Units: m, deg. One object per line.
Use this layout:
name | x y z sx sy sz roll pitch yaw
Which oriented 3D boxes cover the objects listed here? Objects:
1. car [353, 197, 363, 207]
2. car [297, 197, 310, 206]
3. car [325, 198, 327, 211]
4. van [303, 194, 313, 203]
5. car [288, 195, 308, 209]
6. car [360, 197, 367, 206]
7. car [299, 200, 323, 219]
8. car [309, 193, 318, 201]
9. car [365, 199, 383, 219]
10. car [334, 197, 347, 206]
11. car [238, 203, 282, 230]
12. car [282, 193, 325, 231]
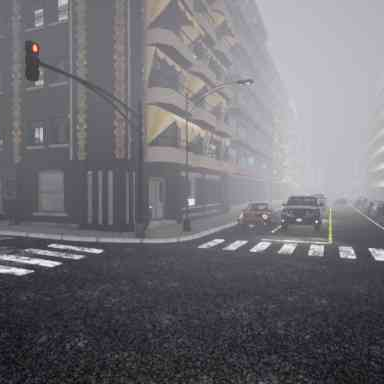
car | 24.954 1.434 49.049 1.967 1.590 4.097 0 0 23
car | 19.323 1.519 57.324 1.752 1.417 4.829 0 0 23
car | 15.092 1.217 40.392 2.150 2.045 5.566 0 0 23
van | 23.725 1.333 67.892 1.690 1.788 3.998 0 0 23
car | 15.051 1.310 47.071 2.192 1.841 5.009 0 0 23
car | 18.449 1.540 33.432 1.887 1.381 4.507 0 0 23
car | 10.957 1.501 30.491 1.837 1.490 4.892 0 0 23
car | 32.398 1.302 88.713 2.192 1.841 5.009 0 0 23
car | 16.281 1.546 28.228 2.008 1.369 4.403 0 0 23
car | 25.130 1.557 56.202 1.994 1.385 4.181 0 0 23
car | 4.210 1.437 21.045 1.967 1.590 4.097 0 0 23
car | 7.065 1.218 21.156 2.150 2.045 5.566 0 0 23
